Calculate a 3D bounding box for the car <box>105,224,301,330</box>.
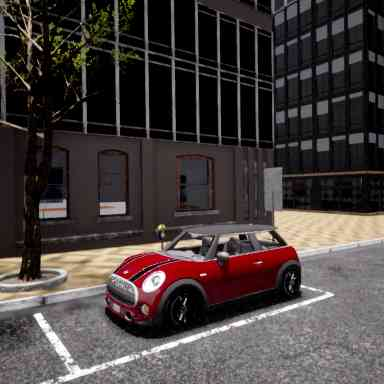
[{"bbox_3d":[0.334,1.439,6.813,4.097,1.590,1.967,0,-1,-35],"label":"car"}]
